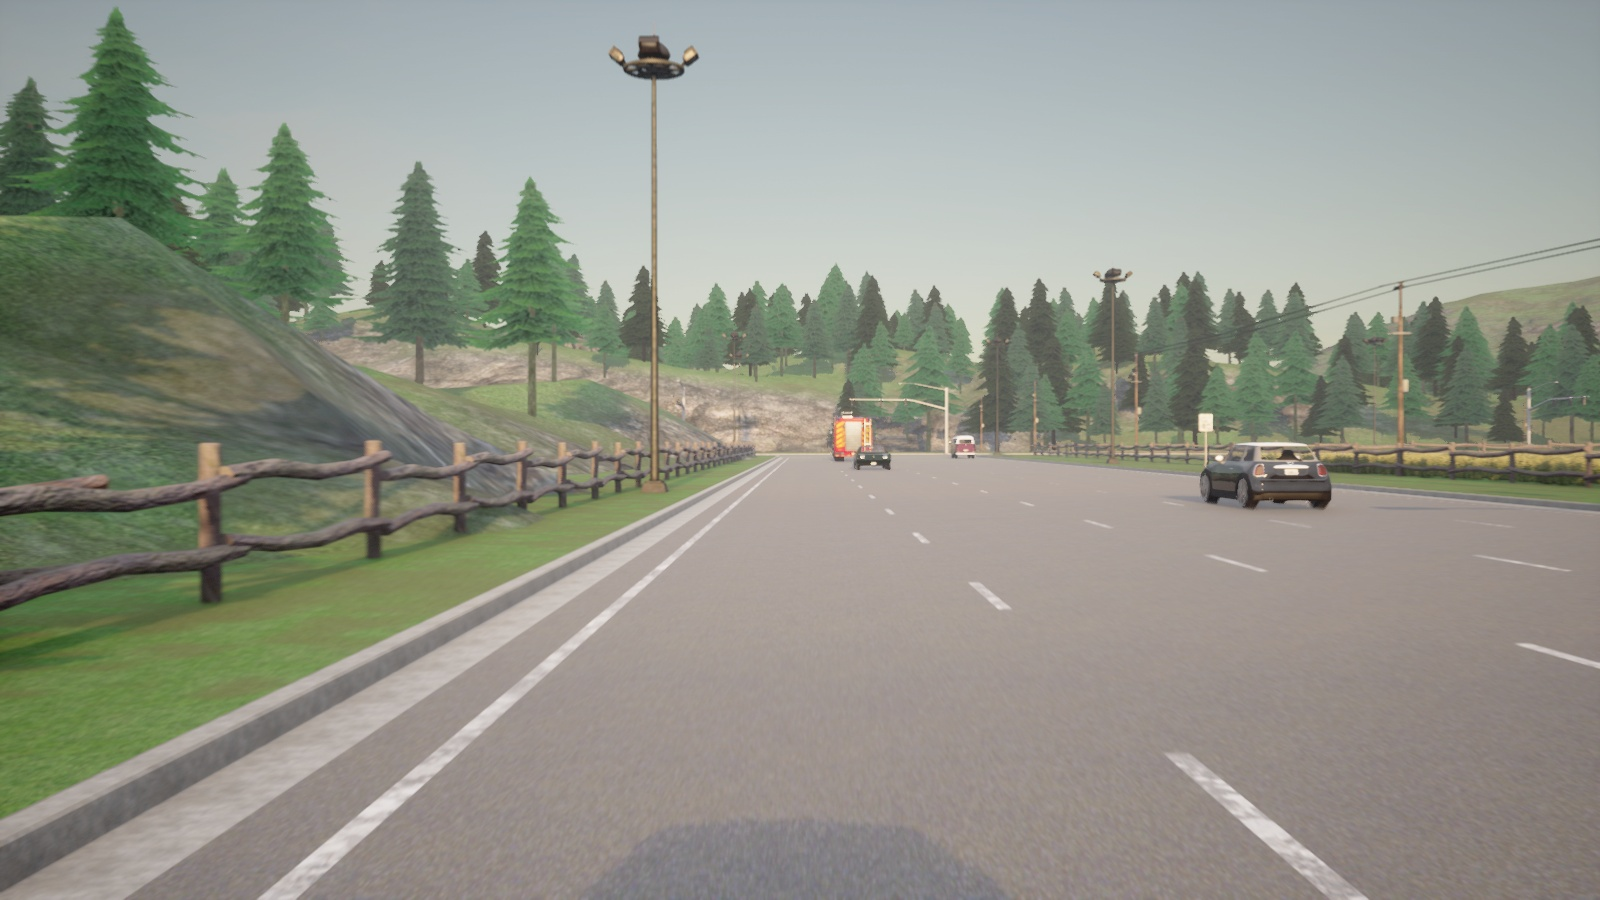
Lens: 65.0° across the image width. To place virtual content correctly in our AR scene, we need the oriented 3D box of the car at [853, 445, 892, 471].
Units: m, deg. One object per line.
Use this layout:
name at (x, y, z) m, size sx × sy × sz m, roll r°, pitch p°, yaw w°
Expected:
car at (3.900, 0.409, 68.141) m, size 1.895 × 1.301 × 4.718 m, roll 0°, pitch 0°, yaw 0°

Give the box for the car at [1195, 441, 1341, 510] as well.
car at (10.679, 0.533, 28.948) m, size 1.970 × 1.475 × 3.806 m, roll 0°, pitch 0°, yaw 0°

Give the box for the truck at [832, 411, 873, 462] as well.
truck at (4.076, -1.057, 99.195) m, size 2.891 × 3.827 × 8.468 m, roll 0°, pitch 0°, yaw 0°
